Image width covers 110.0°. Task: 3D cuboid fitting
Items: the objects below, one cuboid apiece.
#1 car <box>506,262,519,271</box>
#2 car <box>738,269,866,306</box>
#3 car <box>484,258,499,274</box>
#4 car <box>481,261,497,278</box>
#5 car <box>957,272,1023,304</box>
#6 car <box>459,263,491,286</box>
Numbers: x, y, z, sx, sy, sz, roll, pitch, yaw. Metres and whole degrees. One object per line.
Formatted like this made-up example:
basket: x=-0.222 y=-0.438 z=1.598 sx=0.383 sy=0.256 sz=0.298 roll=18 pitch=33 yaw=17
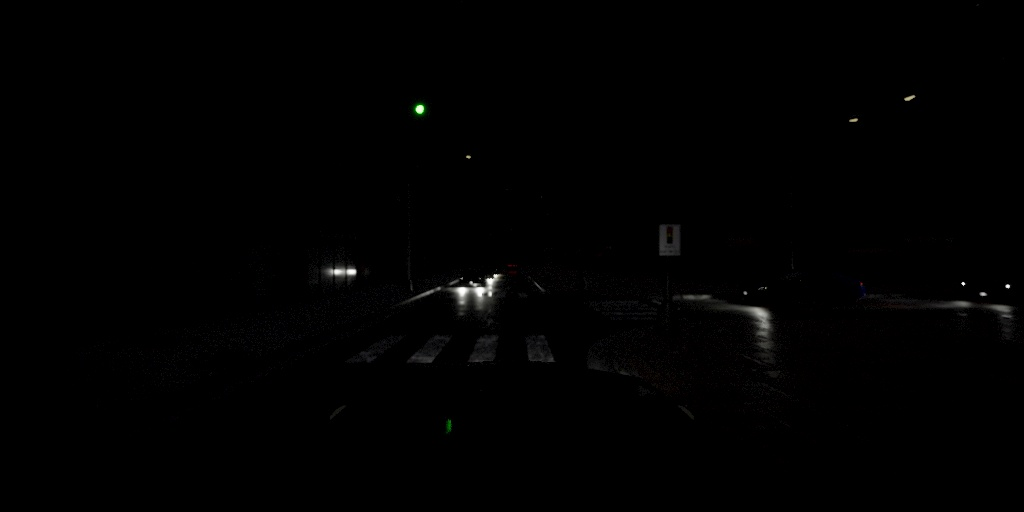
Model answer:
car: x=0.039 y=1.695 z=57.583 sx=1.837 sy=1.490 sz=4.892 roll=0 pitch=-1 yaw=0
car: x=12.328 y=1.296 z=15.368 sx=4.674 sy=1.442 sz=1.812 roll=0 pitch=0 yaw=0
car: x=-2.890 y=1.334 z=48.398 sx=2.150 sy=2.045 sz=5.566 roll=0 pitch=0 yaw=0
car: x=-2.888 y=1.530 z=37.874 sx=1.837 sy=1.490 sz=4.892 roll=0 pitch=0 yaw=0
car: x=22.427 y=1.318 z=15.403 sx=4.718 sy=1.301 sz=1.895 roll=0 pitch=0 yaw=0
car: x=-2.892 y=1.489 z=27.466 sx=2.033 sy=1.411 sz=5.357 roll=0 pitch=0 yaw=-2
